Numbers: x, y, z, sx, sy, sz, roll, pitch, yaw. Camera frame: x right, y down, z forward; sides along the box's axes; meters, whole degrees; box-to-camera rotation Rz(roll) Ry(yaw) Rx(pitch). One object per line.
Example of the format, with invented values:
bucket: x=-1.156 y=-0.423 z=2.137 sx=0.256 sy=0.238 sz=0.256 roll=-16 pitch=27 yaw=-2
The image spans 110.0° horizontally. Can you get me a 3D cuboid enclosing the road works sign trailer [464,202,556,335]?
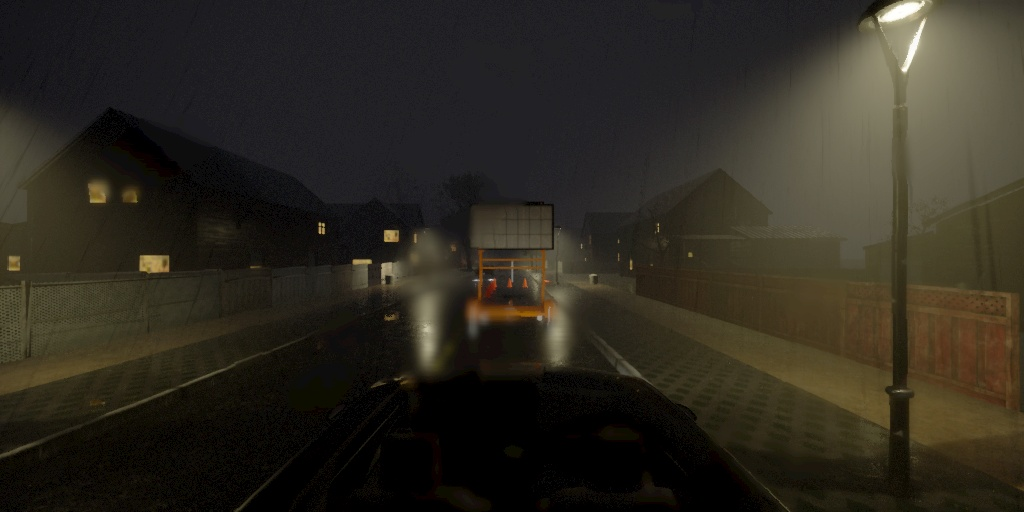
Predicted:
road works sign trailer: x=0.009 y=0.220 z=10.546 sx=2.380 sy=3.560 sz=2.880 roll=0 pitch=0 yaw=0

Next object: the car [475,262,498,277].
car: x=-2.817 y=1.459 z=37.684 sx=1.895 sy=1.301 sz=4.718 roll=0 pitch=0 yaw=0
